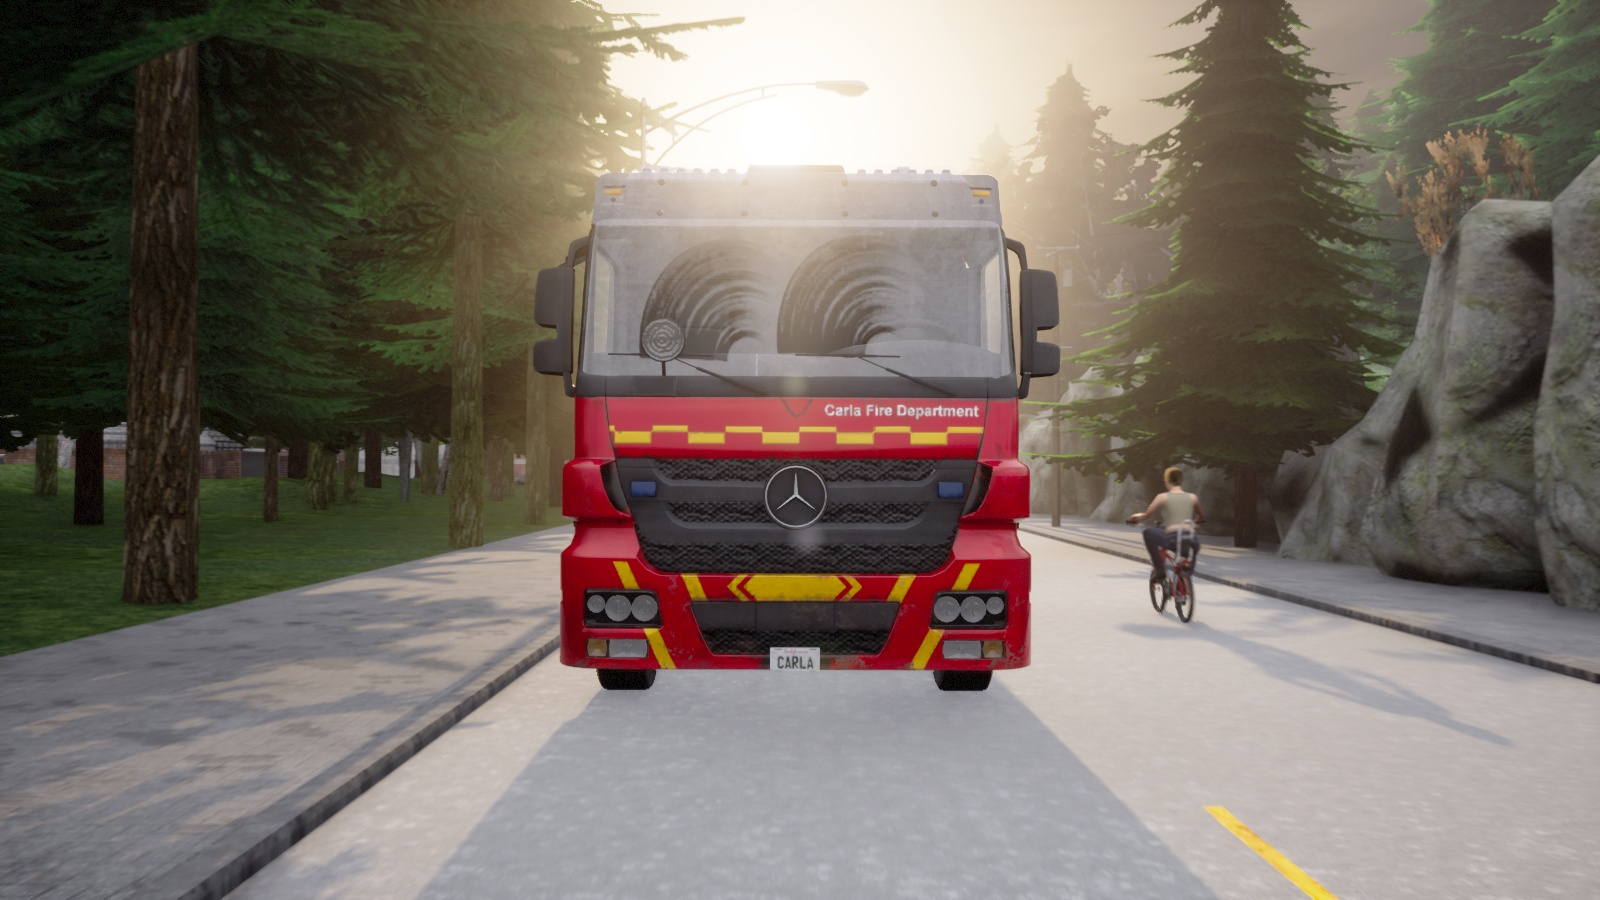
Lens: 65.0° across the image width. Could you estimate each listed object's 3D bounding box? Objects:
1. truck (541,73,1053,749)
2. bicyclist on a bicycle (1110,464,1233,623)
[{"bbox_3d":[-0.032,-0.160,11.359,2.891,3.827,8.468,0,-1,0],"label":"truck"},{"bbox_3d":[3.964,0.962,13.537,0.866,1.612,1.509,0,-1,0],"label":"bicyclist on a bicycle"}]
